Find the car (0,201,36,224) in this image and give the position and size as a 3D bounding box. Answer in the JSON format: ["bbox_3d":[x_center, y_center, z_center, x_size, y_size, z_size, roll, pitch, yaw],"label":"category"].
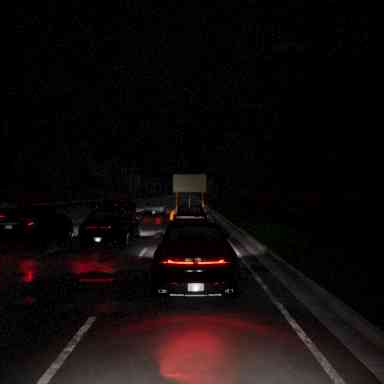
[{"bbox_3d":[-14.074,1.525,25.743,1.812,1.442,4.674,0,0,0],"label":"car"}]

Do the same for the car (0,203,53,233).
[{"bbox_3d":[-10.534,1.505,20.614,1.837,1.490,4.892,0,0,0],"label":"car"}]

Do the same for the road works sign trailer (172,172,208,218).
[{"bbox_3d":[-0.166,0.464,22.800,2.380,3.560,2.880,0,0,-3],"label":"road works sign trailer"}]

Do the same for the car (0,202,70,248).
[{"bbox_3d":[-6.985,1.353,14.798,2.097,1.767,4.553,0,0,-1],"label":"car"}]

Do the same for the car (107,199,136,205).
[{"bbox_3d":[-7.155,1.493,35.681,2.128,1.511,4.902,0,0,0],"label":"car"}]

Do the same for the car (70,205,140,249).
[{"bbox_3d":[-3.488,1.503,14.663,1.837,1.490,4.892,0,0,0],"label":"car"}]

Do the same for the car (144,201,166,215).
[{"bbox_3d":[-3.638,1.601,33.602,1.895,1.301,4.718,0,0,0],"label":"car"}]

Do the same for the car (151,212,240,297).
[{"bbox_3d":[0.055,1.505,8.544,1.837,1.490,4.892,0,0,0],"label":"car"}]

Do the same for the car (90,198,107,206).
[{"bbox_3d":[-10.684,1.478,39.680,1.882,1.535,5.008,0,-1,0],"label":"car"}]

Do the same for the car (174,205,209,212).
[{"bbox_3d":[-0.044,1.488,18.930,2.128,1.511,4.902,0,0,1],"label":"car"}]
